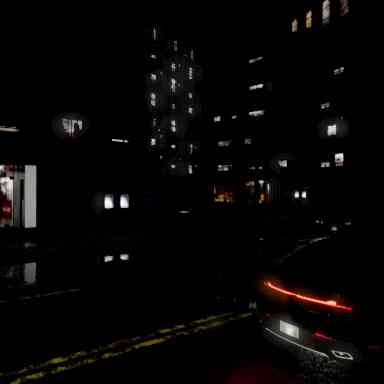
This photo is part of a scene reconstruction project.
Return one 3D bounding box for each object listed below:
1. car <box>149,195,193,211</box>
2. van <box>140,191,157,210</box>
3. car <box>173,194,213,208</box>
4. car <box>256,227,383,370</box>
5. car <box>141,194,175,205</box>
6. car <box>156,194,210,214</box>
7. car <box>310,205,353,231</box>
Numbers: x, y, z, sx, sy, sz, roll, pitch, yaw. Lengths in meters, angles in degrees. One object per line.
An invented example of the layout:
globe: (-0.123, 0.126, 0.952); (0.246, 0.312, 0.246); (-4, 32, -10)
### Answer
car: (-2.133, 1.078, 33.607); (4.181, 1.385, 1.994); (1, 1, 37)
van: (-5.010, 0.817, 32.552); (3.998, 1.788, 1.690); (1, 0, 37)
car: (0.054, 1.042, 39.223); (4.403, 1.369, 2.008); (1, 0, 37)
car: (3.237, 1.507, 5.621); (4.892, 1.490, 1.837); (0, 0, -35)
car: (-4.359, 0.962, 42.548); (4.206, 1.307, 1.802); (1, 0, 37)
car: (-0.603, 1.138, 29.225); (4.403, 1.369, 2.008); (1, 0, 37)
car: (7.663, 1.496, 18.488); (2.128, 1.511, 4.902); (2, 1, 17)
